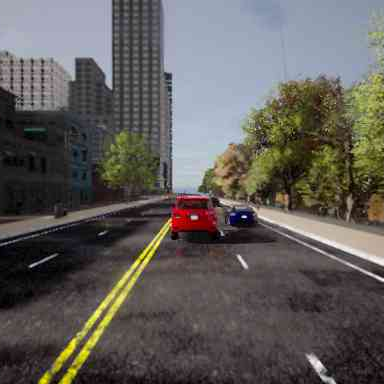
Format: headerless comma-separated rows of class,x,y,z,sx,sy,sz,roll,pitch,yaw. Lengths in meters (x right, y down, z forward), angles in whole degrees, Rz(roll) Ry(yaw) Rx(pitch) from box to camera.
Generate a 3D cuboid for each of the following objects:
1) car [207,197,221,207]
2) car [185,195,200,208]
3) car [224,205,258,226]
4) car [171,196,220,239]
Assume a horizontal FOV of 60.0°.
car,3.362,1.504,52.366,1.837,1.490,4.892,0,0,0
car,0.112,1.351,48.070,2.097,1.767,4.553,0,0,0
car,3.357,1.565,23.330,1.994,1.385,4.181,0,0,0
car,0.105,1.223,17.446,2.150,2.045,5.566,0,0,0
